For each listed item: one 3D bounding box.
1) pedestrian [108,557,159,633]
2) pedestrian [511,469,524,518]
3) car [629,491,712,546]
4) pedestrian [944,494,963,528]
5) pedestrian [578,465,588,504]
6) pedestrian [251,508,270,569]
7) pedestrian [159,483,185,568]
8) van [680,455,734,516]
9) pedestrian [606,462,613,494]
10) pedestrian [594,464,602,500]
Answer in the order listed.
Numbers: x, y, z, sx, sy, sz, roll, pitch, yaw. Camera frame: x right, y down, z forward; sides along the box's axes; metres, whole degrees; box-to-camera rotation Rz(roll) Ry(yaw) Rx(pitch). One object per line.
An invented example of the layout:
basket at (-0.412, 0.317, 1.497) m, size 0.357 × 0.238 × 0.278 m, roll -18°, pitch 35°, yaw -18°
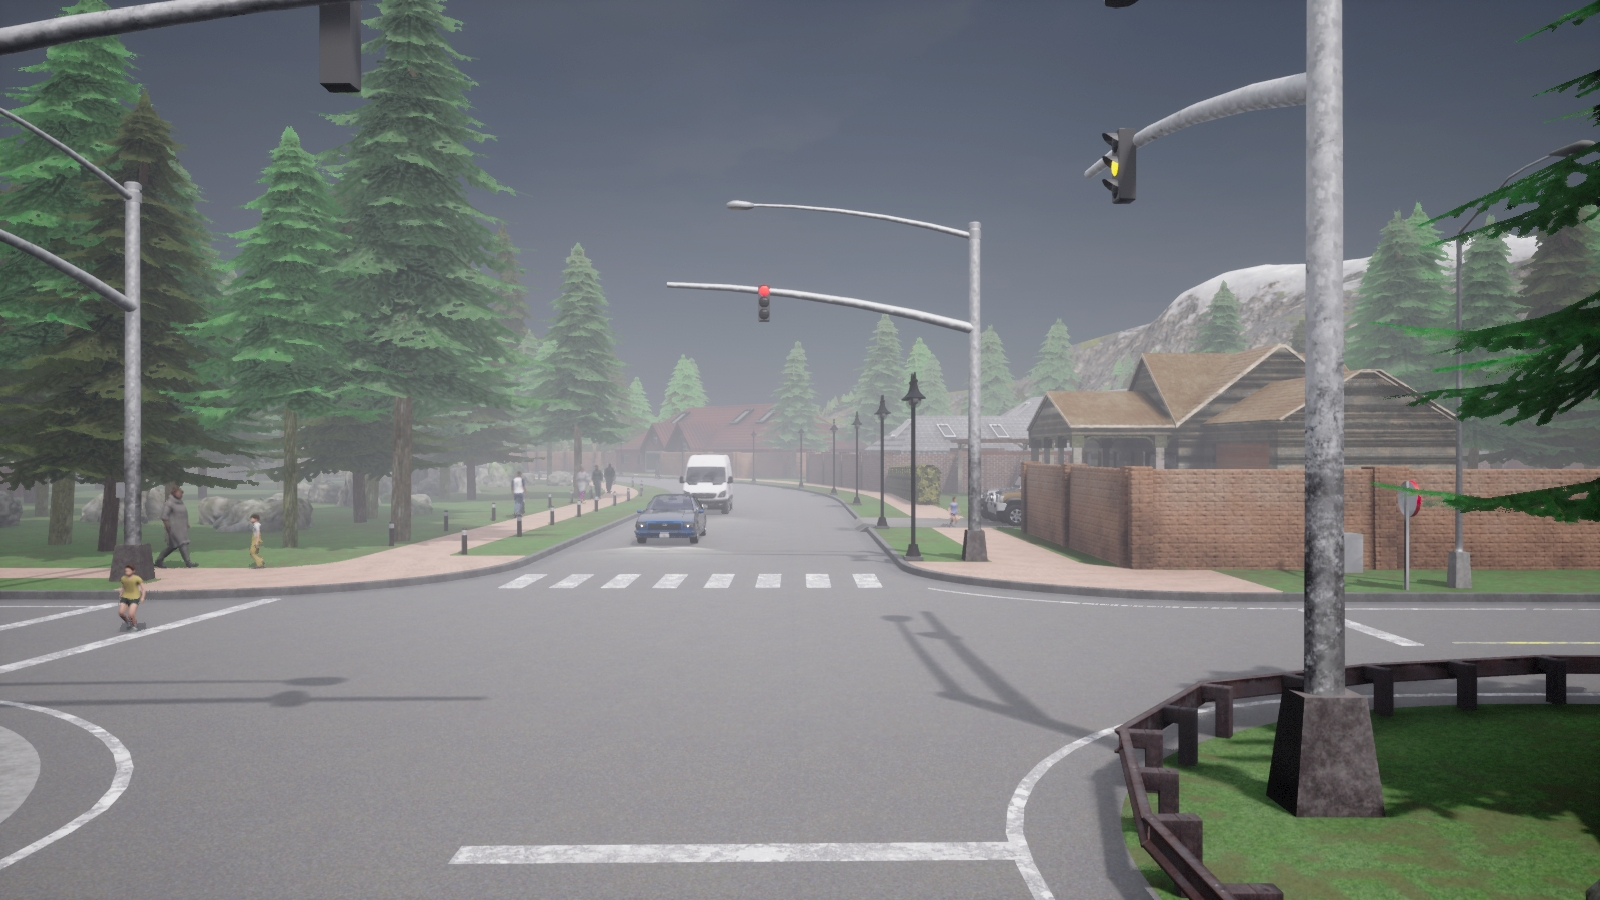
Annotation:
pedestrian at (-10.188, 2.209, 17.468) m, size 0.500 × 1.100 × 0.500 m, roll 0°, pitch 0°, yaw -1°
pedestrian at (-10.839, 1.664, 43.857) m, size 0.375 × 1.860 × 0.375 m, roll 0°, pitch 0°, yaw 1°
car at (-3.930, 2.072, 35.589) m, size 2.033 × 1.411 × 5.357 m, roll 0°, pitch 0°, yaw 0°
pedestrian at (5.146, 2.046, 38.370) m, size 0.500 × 1.100 × 0.500 m, roll 0°, pitch 0°, yaw -12°
pedestrian at (-10.469, 1.664, 55.036) m, size 0.375 × 1.860 × 0.375 m, roll 0°, pitch 0°, yaw 6°
pedestrian at (-11.958, 1.956, 25.313) m, size 0.375 × 1.300 × 0.375 m, roll 0°, pitch 0°, yaw -26°
pedestrian at (-13.924, 1.676, 25.334) m, size 0.375 × 1.860 × 0.375 m, roll 0°, pitch 0°, yaw 4°
van at (-4.068, 1.501, 50.725) m, size 1.988 × 2.561 × 5.915 m, roll 0°, pitch 0°, yaw -1°
pedestrian at (-11.256, 1.662, 67.547) m, size 0.375 × 1.860 × 0.375 m, roll 0°, pitch 0°, yaw -9°
pedestrian at (-10.495, 1.661, 59.294) m, size 0.375 × 1.860 × 0.375 m, roll 0°, pitch 0°, yaw -2°
